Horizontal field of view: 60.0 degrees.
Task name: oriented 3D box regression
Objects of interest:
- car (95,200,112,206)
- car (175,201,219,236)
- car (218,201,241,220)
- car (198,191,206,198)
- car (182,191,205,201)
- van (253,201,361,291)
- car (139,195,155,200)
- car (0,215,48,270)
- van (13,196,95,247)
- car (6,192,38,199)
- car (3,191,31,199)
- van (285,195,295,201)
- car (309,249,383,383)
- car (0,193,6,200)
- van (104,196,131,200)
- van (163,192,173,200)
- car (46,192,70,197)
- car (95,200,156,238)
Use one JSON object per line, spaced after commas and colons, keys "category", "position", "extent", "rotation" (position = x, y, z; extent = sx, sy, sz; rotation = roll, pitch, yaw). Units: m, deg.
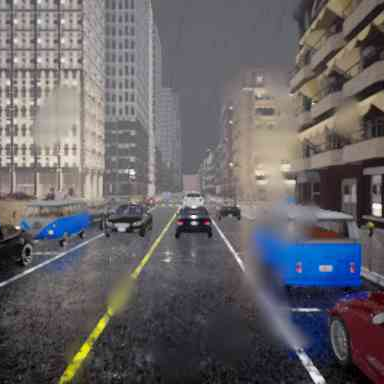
{"category": "car", "position": [-5.695, 1.420, 19.825], "extent": [2.008, 1.369, 4.403], "rotation": [0, 0, 0]}
{"category": "car", "position": [0.095, 1.432, 17.426], "extent": [2.033, 1.411, 5.357], "rotation": [0, 0, 0]}
{"category": "car", "position": [2.684, 1.384, 25.475], "extent": [2.008, 1.369, 4.403], "rotation": [0, 0, 0]}
{"category": "car", "position": [2.670, 0.754, 91.548], "extent": [2.192, 1.841, 5.009], "rotation": [0, 0, 0]}
{"category": "car", "position": [0.102, 0.976, 37.963], "extent": [2.150, 2.045, 5.566], "rotation": [0, 0, 0]}
{"category": "van", "position": [2.688, 1.284, 8.529], "extent": [1.690, 1.788, 3.998], "rotation": [0, 0, 0]}
{"category": "car", "position": [-5.700, 1.168, 42.419], "extent": [1.967, 1.590, 4.097], "rotation": [0, 0, 0]}
{"category": "car", "position": [-5.692, 1.508, 8.529], "extent": [1.947, 1.339, 4.313], "rotation": [0, 0, 0]}
{"category": "van", "position": [-5.694, 1.247, 14.176], "extent": [1.690, 1.788, 3.998], "rotation": [0, 0, 0]}
{"category": "car", "position": [-26.720, 0.765, 53.179], "extent": [4.206, 1.307, 1.802], "rotation": [1, -1, 0]}
{"category": "car", "position": [-32.376, 0.592, 61.544], "extent": [4.206, 1.307, 1.802], "rotation": [1, -1, 0]}
{"category": "van", "position": [16.918, 1.365, 53.158], "extent": [3.998, 1.788, 1.690], "rotation": [1, -1, 0]}
{"category": "car", "position": [2.689, 1.562, 2.882], "extent": [1.802, 1.307, 4.206], "rotation": [0, 0, 0]}
{"category": "car", "position": [-32.289, 0.391, 53.168], "extent": [5.009, 1.841, 2.192], "rotation": [1, -1, 0]}
{"category": "van", "position": [-5.696, 1.174, 25.473], "extent": [1.690, 1.788, 3.998], "rotation": [0, 0, 0]}
{"category": "van", "position": [-5.707, 0.875, 74.892], "extent": [1.690, 1.788, 3.998], "rotation": [0, 0, 0]}
{"category": "car", "position": [-21.143, 0.730, 53.195], "extent": [4.097, 1.590, 1.967], "rotation": [1, -1, 0]}
{"category": "car", "position": [-3.104, 1.378, 17.140], "extent": [2.128, 1.511, 4.902], "rotation": [0, 0, 0]}
